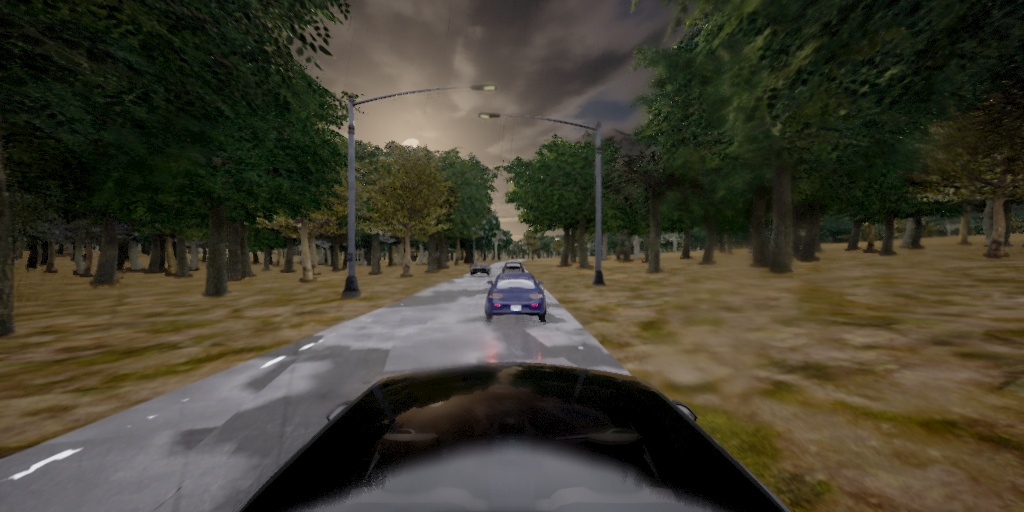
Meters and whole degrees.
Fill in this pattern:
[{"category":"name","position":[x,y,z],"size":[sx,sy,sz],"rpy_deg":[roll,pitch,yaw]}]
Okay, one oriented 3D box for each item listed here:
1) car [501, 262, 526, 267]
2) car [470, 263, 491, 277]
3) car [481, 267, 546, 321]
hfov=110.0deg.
[{"category":"car","position":[0.111,1.240,30.283],"size":[1.837,1.490,4.892],"rpy_deg":[0,0,0]},{"category":"car","position":[-3.082,1.337,35.907],"size":[1.895,1.301,4.718],"rpy_deg":[0,0,0]},{"category":"car","position":[0.117,1.265,12.227],"size":[1.812,1.442,4.674],"rpy_deg":[0,0,0]}]
